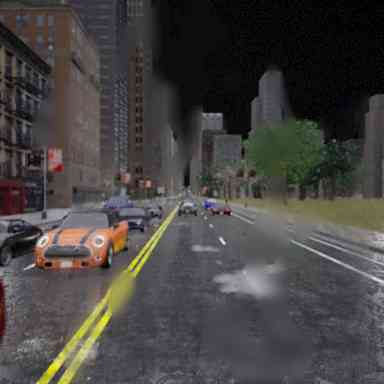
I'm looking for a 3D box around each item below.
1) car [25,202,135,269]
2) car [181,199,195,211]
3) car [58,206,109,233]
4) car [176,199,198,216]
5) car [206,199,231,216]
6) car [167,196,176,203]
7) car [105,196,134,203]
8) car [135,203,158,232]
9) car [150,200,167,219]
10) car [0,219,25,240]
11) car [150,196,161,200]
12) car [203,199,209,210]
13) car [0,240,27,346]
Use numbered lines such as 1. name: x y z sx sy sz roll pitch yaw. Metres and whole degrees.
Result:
1. car: -3.483 1.412 11.391 2.097 1.767 4.553 0 0 -1
2. car: -0.585 1.703 45.604 1.837 1.490 4.892 0 0 0
3. car: -6.869 1.679 21.476 1.994 1.385 4.181 0 0 -1
4. car: -0.443 1.670 33.857 1.812 1.442 4.674 0 0 -1
5. car: 2.806 1.733 33.950 1.895 1.301 4.718 0 0 -1
6. car: -4.171 1.498 68.382 1.812 1.442 4.674 0 0 -1
7. car: -6.975 1.382 32.111 2.150 2.045 5.566 0 0 0
8. car: -3.613 1.648 20.977 2.033 1.411 5.357 0 0 0
9. car: -3.721 1.707 30.924 1.994 1.385 4.181 0 0 -1
10. car: -6.737 1.636 11.499 1.994 1.385 4.181 0 0 -1
11. car: -7.420 1.538 68.337 1.994 1.385 4.181 0 0 -1
12. car: 2.661 1.664 46.308 1.882 1.535 5.008 0 0 0
13. car: -3.331 1.500 2.334 1.882 1.535 5.008 0 0 -1
